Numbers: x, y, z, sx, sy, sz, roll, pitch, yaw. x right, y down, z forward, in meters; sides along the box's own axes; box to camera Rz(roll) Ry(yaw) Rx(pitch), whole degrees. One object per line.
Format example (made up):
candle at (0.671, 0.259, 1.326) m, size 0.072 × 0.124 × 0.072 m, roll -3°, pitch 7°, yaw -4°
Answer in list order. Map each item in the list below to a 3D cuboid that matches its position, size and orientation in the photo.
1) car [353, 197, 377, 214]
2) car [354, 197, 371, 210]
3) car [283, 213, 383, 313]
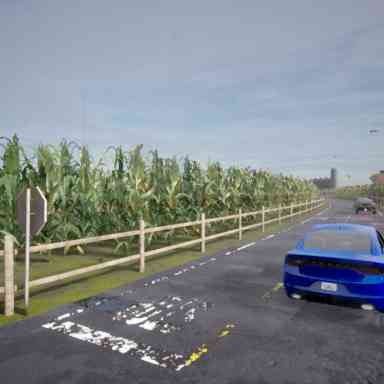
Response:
car at (18.307, 1.509, 35.153) m, size 1.837 × 1.490 × 4.892 m, roll 0°, pitch 0°, yaw 27°
car at (22.673, 1.505, 44.343) m, size 1.837 × 1.490 × 4.892 m, roll 0°, pitch 0°, yaw 24°
car at (3.614, 1.479, 7.875) m, size 1.882 × 1.535 × 5.008 m, roll 0°, pitch 0°, yaw 30°
